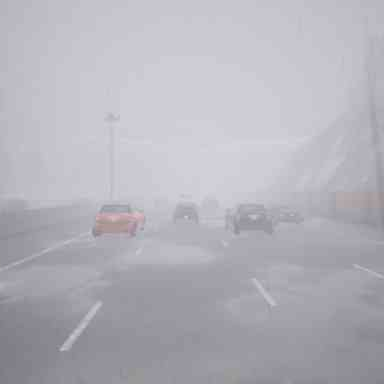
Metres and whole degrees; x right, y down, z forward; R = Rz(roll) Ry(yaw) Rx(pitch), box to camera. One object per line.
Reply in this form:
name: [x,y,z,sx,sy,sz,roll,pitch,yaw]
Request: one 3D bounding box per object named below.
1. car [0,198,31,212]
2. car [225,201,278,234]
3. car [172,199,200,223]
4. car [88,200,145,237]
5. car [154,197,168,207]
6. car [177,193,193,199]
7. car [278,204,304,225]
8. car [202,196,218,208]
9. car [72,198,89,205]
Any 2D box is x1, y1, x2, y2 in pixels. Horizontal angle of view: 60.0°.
car: [-18.343,1.436,34.215,1.837,1.490,4.892,0,0,-1]
car: [3.182,1.374,19.407,2.097,1.767,4.553,0,0,-1]
car: [-0.477,1.511,25.899,1.837,1.490,4.892,0,0,-1]
car: [-3.786,1.342,17.975,2.097,1.767,4.553,0,0,-1]
car: [-4.550,1.501,49.726,1.837,1.490,4.892,0,0,-1]
car: [-1.080,1.234,51.228,2.150,2.045,5.566,0,0,-1]
car: [6.524,1.586,24.411,2.033,1.411,5.357,0,0,-1]
car: [2.499,1.381,47.647,2.097,1.767,4.553,0,0,-1]
car: [-15.116,1.512,46.084,1.994,1.385,4.181,0,0,-1]
